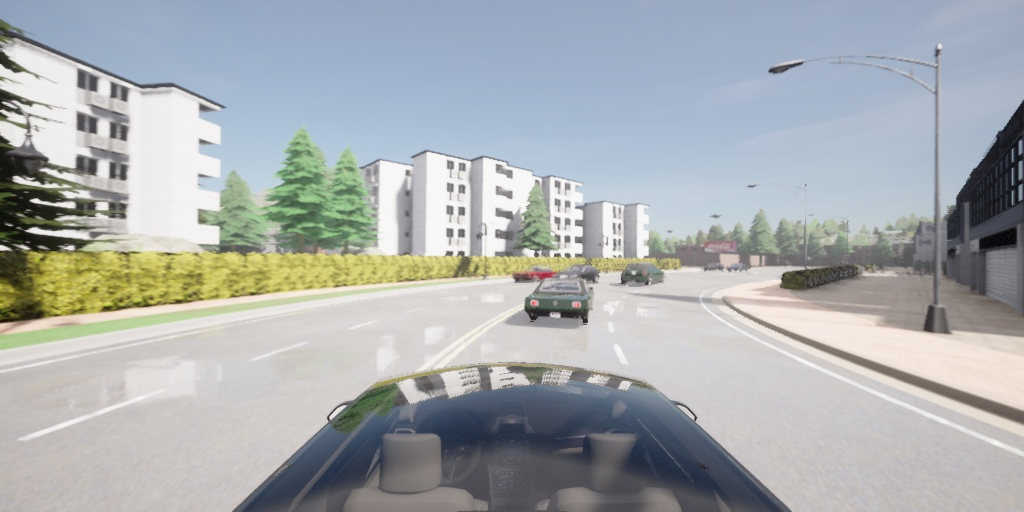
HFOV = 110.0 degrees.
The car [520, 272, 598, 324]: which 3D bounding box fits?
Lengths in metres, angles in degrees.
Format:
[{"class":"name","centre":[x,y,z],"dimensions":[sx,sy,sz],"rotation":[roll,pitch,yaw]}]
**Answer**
[{"class":"car","centre":[1.825,1.412,12.371],"dimensions":[1.895,1.301,4.718],"rotation":[0,0,15]}]

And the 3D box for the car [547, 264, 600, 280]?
[{"class":"car","centre":[5.039,1.395,27.254],"dimensions":[2.128,1.511,4.902],"rotation":[0,0,36]}]

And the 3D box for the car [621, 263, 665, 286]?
[{"class":"car","centre":[10.273,1.306,27.935],"dimensions":[2.097,1.767,4.553],"rotation":[0,0,39]}]

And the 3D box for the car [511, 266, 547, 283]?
[{"class":"car","centre":[1.957,1.484,29.021],"dimensions":[1.895,1.301,4.718],"rotation":[0,0,35]}]
